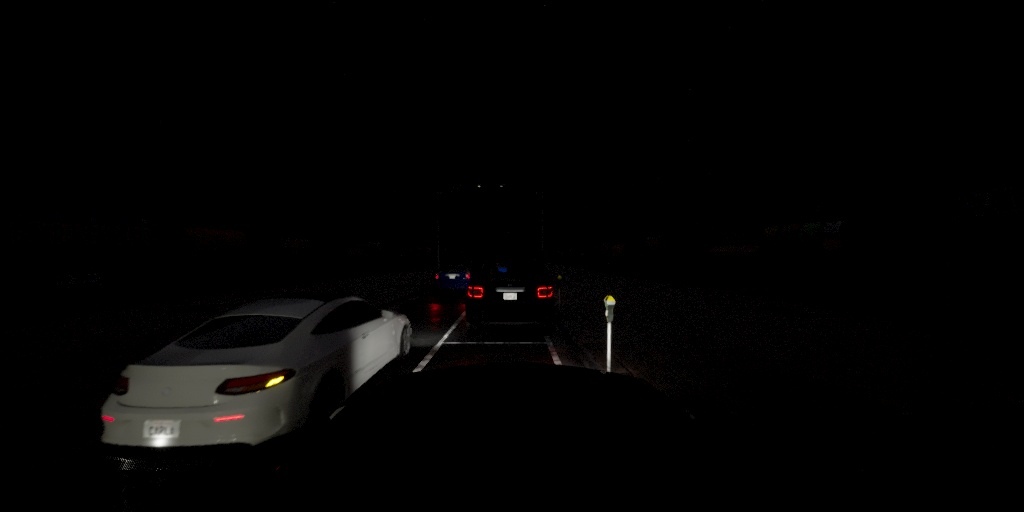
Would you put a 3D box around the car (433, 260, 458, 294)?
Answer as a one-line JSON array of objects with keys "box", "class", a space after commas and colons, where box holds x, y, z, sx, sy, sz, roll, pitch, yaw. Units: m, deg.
[{"box": [-3.019, 1.095, 20.247, 2.097, 1.767, 4.553, 0, 0, 0], "class": "car"}]

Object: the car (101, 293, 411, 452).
[{"box": [-2.925, 1.274, 5.300, 1.812, 1.442, 4.674, 0, 0, 0], "class": "car"}]

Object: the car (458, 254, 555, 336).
[{"box": [-0.039, 0.975, 10.532, 2.150, 2.045, 5.566, 0, 0, 0], "class": "car"}]
